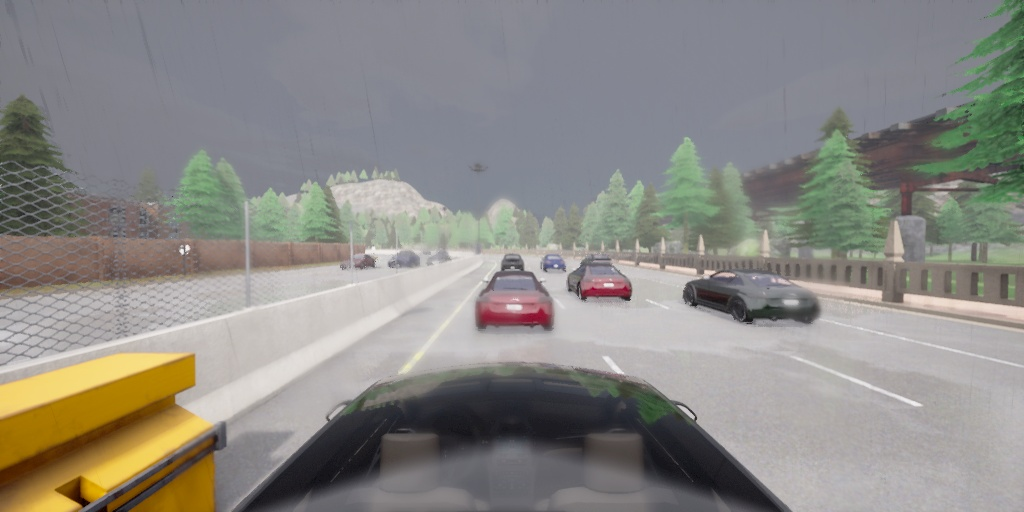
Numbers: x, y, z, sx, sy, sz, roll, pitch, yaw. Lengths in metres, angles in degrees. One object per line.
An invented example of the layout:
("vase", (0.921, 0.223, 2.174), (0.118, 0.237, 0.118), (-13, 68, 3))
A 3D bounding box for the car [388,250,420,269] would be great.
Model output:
("car", (-10.717, 0.291, 35.719), (2.097, 1.767, 4.553), (0, 1, -1))

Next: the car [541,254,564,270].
("car", (3.530, 0.578, 31.000), (1.812, 1.442, 4.674), (0, 1, 0))

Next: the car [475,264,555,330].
("car", (0.067, 1.109, 10.313), (1.994, 1.385, 4.181), (0, 1, 0))

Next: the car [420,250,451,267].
("car", (-7.212, 0.435, 35.503), (2.128, 1.511, 4.902), (0, 1, -1))

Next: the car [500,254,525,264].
("car", (0.041, 0.580, 30.054), (1.837, 1.490, 4.892), (0, 2, 0))

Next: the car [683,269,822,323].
("car", (7.066, 1.092, 11.077), (1.994, 1.385, 4.181), (0, 1, 0))

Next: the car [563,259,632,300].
("car", (3.568, 0.992, 15.221), (1.994, 1.385, 4.181), (0, 1, 0))

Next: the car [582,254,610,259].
("car", (7.041, 0.568, 30.000), (2.128, 1.511, 4.902), (0, 1, 0))

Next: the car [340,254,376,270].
("car", (-14.182, 0.521, 33.346), (1.812, 1.442, 4.674), (0, 1, 0))
